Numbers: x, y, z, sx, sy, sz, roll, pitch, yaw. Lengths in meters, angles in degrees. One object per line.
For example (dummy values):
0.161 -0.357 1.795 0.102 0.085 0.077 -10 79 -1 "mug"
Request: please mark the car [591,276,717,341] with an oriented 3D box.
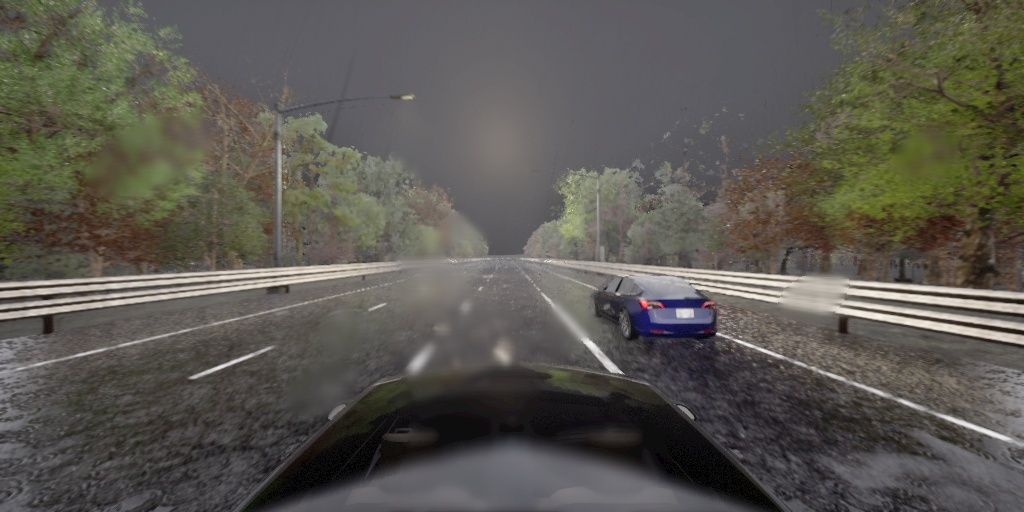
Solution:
3.607 1.253 9.906 2.163 1.488 4.792 0 0 -1 "car"
